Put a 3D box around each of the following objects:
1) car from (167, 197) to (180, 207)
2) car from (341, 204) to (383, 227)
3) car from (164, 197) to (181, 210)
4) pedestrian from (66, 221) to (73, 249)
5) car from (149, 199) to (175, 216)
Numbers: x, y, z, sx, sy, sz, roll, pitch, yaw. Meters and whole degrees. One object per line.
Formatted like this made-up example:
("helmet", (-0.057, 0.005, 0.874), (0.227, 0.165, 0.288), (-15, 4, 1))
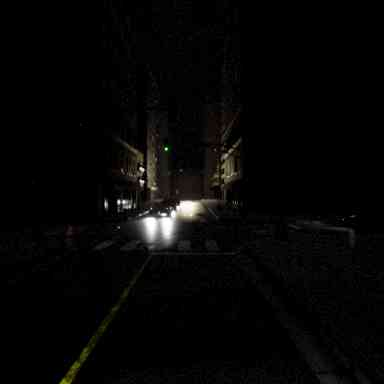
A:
("car", (-2.880, 1.532, 53.392), (1.812, 1.442, 4.674), (0, 0, 1))
("car", (12.199, 1.509, 21.688), (4.674, 1.442, 1.812), (0, 0, 0))
("car", (-2.930, 1.495, 42.991), (2.128, 1.511, 4.902), (0, 0, 0))
("pedestrian", (-4.815, 1.673, 13.107), (0.500, 1.100, 0.500), (0, 0, 0))
("car", (-2.983, 1.603, 32.670), (1.895, 1.301, 4.718), (0, 0, 1))
